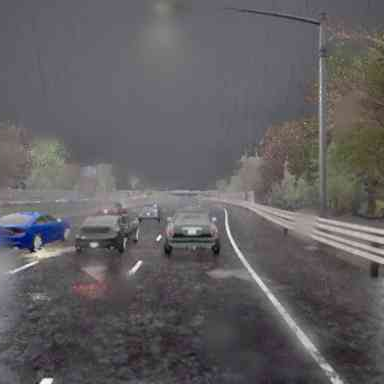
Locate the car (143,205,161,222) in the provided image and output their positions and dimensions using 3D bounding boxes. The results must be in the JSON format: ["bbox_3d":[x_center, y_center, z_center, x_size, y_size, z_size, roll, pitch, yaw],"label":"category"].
[{"bbox_3d":[-3.489,1.836,28.993,2.033,1.411,5.357,0,-1,0],"label":"car"}]

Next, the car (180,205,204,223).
[{"bbox_3d":[0.012,1.890,29.110,1.895,1.301,4.718,0,-1,0],"label":"car"}]

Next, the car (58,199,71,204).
[{"bbox_3d":[-27.975,2.259,73.930,1.882,1.535,5.008,0,-1,0],"label":"car"}]

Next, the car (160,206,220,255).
[{"bbox_3d":[0.007,1.487,14.084,2.097,1.767,4.553,0,-1,0],"label":"car"}]

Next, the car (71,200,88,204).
[{"bbox_3d":[-24.475,2.376,73.897,1.895,1.301,4.718,0,-1,0],"label":"car"}]

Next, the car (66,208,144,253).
[{"bbox_3d":[-3.491,1.647,14.305,1.837,1.490,4.892,0,0,0],"label":"car"}]

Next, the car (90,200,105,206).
[{"bbox_3d":[-20.975,2.376,73.896,1.895,1.301,4.718,0,-1,0],"label":"car"}]

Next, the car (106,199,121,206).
[{"bbox_3d":[-17.475,2.322,73.926,2.033,1.411,5.357,0,-1,0],"label":"car"}]

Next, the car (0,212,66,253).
[{"bbox_3d":[-6.988,1.619,14.490,1.882,1.535,5.008,0,0,0],"label":"car"}]

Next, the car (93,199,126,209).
[{"bbox_3d":[-6.989,1.639,29.075,2.097,1.767,4.553,0,-1,0],"label":"car"}]
